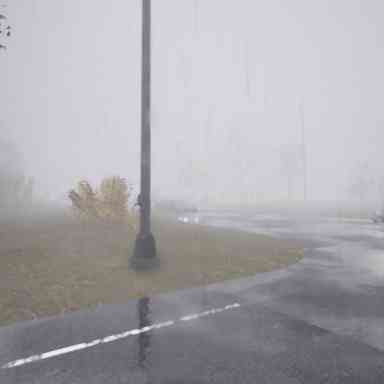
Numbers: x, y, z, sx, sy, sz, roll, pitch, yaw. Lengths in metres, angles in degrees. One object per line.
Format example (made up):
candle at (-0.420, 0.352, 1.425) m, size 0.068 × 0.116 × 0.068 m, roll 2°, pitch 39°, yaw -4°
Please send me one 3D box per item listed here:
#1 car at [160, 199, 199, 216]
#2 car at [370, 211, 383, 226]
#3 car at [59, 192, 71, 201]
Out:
car at (-1.593, 1.388, 31.192) m, size 2.033 × 1.411 × 5.357 m, roll 0°, pitch 1°, yaw -35°
car at (14.057, 1.606, 21.127) m, size 1.895 × 1.301 × 4.718 m, roll 0°, pitch 1°, yaw -35°
car at (-22.914, 0.753, 61.346) m, size 2.097 × 1.767 × 4.553 m, roll 0°, pitch 1°, yaw -35°
